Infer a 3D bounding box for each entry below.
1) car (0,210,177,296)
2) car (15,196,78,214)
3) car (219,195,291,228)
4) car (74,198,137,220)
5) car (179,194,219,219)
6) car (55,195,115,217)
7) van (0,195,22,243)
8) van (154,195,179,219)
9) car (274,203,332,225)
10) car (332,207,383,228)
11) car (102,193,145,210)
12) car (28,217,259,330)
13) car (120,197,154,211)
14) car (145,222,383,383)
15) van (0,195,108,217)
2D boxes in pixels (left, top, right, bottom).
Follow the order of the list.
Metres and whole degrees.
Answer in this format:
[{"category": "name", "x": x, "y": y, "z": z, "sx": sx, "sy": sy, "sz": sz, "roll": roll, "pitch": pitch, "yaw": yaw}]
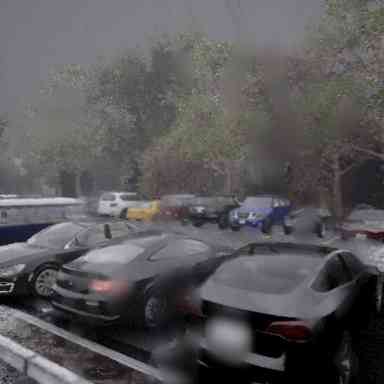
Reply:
[{"category": "car", "x": -2.847, "y": 1.458, "z": 8.615, "sx": 2.231, "sy": 1.521, "sz": 4.892, "roll": 1, "pitch": 0, "yaw": 35}, {"category": "car", "x": -13.969, "y": 1.193, "z": 32.351, "sx": 1.946, "sy": 1.575, "sz": 5.366, "roll": 1, "pitch": 0, "yaw": 35}, {"category": "car", "x": 4.214, "y": 1.201, "z": 19.600, "sx": 2.435, "sy": 2.045, "sz": 5.566, "roll": 1, "pitch": 0, "yaw": 35}, {"category": "car", "x": -7.095, "y": 1.324, "z": 27.650, "sx": 2.163, "sy": 1.488, "sz": 4.792, "roll": 1, "pitch": 0, "yaw": 35}, {"category": "car", "x": 1.985, "y": 1.173, "z": 21.257, "sx": 2.435, "sy": 2.045, "sz": 5.566, "roll": 1, "pitch": 0, "yaw": 35}, {"category": "car", "x": -9.321, "y": 1.136, "z": 29.308, "sx": 2.185, "sy": 1.767, "sz": 4.553, "roll": 1, "pitch": 0, "yaw": 35}, {"category": "van", "x": -9.634, "y": 1.139, "z": 13.581, "sx": 1.878, "sy": 1.987, "sz": 4.442, "roll": 1, "pitch": 0, "yaw": 35}, {"category": "van", "x": -0.225, "y": 1.166, "z": 22.939, "sx": 1.878, "sy": 1.987, "sz": 4.442, "roll": 1, "pitch": 0, "yaw": 35}, {"category": "car", "x": 6.506, "y": 1.508, "z": 18.039, "sx": 2.163, "sy": 1.488, "sz": 4.792, "roll": 1, "pitch": 0, "yaw": 35}, {"category": "car", "x": 8.739, "y": 1.532, "z": 16.378, "sx": 2.163, "sy": 1.488, "sz": 4.792, "roll": 1, "pitch": 0, "yaw": 35}, {"category": "car", "x": -4.798, "y": 1.076, "z": 26.086, "sx": 2.435, "sy": 2.045, "sz": 5.566, "roll": 1, "pitch": 0, "yaw": 35}, {"category": "car", "x": -0.569, "y": 1.523, "z": 6.982, "sx": 2.002, "sy": 1.452, "sz": 4.674, "roll": 1, "pitch": 0, "yaw": 35}, {"category": "car", "x": -2.448, "y": 1.357, "z": 24.606, "sx": 1.946, "sy": 1.575, "sz": 5.366, "roll": 1, "pitch": 0, "yaw": 35}, {"category": "car", "x": 1.737, "y": 1.535, "z": 5.380, "sx": 2.163, "sy": 1.488, "sz": 4.792, "roll": 0, "pitch": 0, "yaw": 35}, {"category": "van", "x": -5.069, "y": 1.204, "z": 10.331, "sx": 1.878, "sy": 1.987, "sz": 4.442, "roll": 1, "pitch": 0, "yaw": 35}]
